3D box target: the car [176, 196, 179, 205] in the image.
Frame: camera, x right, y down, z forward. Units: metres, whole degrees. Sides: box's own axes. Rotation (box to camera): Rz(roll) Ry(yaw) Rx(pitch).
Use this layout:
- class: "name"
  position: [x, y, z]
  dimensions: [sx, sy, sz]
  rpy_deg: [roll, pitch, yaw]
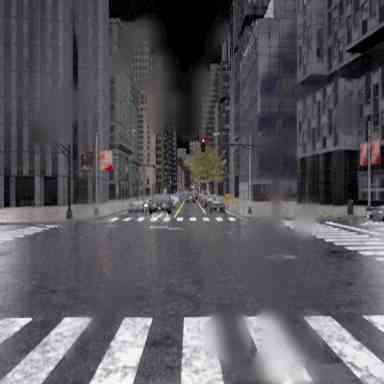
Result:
- class: "car"
  position: [-3.236, 1.594, 45.947]
  dimensions: [1.895, 1.301, 4.718]
  rpy_deg: [0, 0, 0]

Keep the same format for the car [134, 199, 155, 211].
- class: "car"
  position: [-5.879, 1.544, 41.460]
  dimensions: [2.008, 1.369, 4.403]
  rpy_deg: [0, 0, 0]

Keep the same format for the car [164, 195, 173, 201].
- class: "car"
  position: [-6.165, 1.559, 88.510]
  dimensions: [2.008, 1.369, 4.403]
  rpy_deg: [0, 0, 0]

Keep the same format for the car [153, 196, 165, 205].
- class: "car"
  position: [-5.999, 1.521, 61.275]
  dimensions: [1.752, 1.417, 4.829]
  rpy_deg: [0, 0, 0]

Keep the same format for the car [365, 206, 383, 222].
- class: "car"
  position: [13.594, 1.206, 21.075]
  dimensions: [4.902, 1.511, 2.128]
  rpy_deg: [-1, 0, 0]

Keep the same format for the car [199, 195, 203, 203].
- class: "car"
  position: [2.577, 1.545, 52.849]
  dimensions: [2.008, 1.369, 4.403]
  rpy_deg: [0, 0, 0]

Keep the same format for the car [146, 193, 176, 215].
- class: "car"
  position: [-3.170, 1.215, 34.779]
  dimensions: [2.150, 2.045, 5.566]
  rpy_deg: [0, 0, 0]

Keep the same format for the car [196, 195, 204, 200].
- class: "car"
  position: [2.324, 1.563, 94.454]
  dimensions: [2.008, 1.369, 4.403]
  rpy_deg: [0, 0, 0]

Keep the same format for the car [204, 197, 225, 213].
- class: "car"
  position: [2.676, 1.544, 36.516]
  dimensions: [2.008, 1.369, 4.403]
  rpy_deg: [0, 0, 0]

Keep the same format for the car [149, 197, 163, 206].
- class: "car"
  position: [-5.968, 1.561, 56.031]
  dimensions: [1.947, 1.339, 4.313]
  rpy_deg: [0, 0, 0]

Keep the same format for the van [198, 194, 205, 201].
- class: "van"
  position: [2.388, 1.346, 83.877]
  dimensions: [1.690, 1.788, 3.998]
  rpy_deg: [0, 0, 0]

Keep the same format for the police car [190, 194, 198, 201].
- class: "police car"
  position: [0.486, 1.435, 90.692]
  dimensions: [1.930, 1.638, 5.238]
  rpy_deg: [0, 0, 0]

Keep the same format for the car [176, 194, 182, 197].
- class: "car"
  position: [-3.292, 1.522, 60.826]
  dimensions: [1.812, 1.442, 4.674]
  rpy_deg: [0, 0, 0]

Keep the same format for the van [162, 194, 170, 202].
- class: "van"
  position: [-6.100, 1.343, 77.684]
  dimensions: [1.690, 1.788, 3.998]
  rpy_deg: [0, 0, 0]

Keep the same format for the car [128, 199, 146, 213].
- class: "car"
  position: [-5.849, 1.544, 36.468]
  dimensions: [2.008, 1.369, 4.403]
  rpy_deg: [0, 0, 0]

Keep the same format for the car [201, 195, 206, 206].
- class: "car"
  position: [2.610, 1.538, 47.405]
  dimensions: [1.887, 1.381, 4.507]
  rpy_deg: [0, 0, 0]

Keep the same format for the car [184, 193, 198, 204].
- class: "car"
  position: [-0.262, 1.523, 65.683]
  dimensions: [1.812, 1.442, 4.674]
  rpy_deg: [0, 0, 0]

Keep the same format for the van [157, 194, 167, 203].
- class: "van"
  position: [-6.034, 1.339, 66.857]
  dimensions: [1.690, 1.788, 3.998]
  rpy_deg: [0, 0, 0]

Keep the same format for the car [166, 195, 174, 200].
- class: "car"
  position: [-6.197, 1.594, 93.923]
  dimensions: [1.802, 1.307, 4.206]
  rpy_deg: [0, 0, 0]

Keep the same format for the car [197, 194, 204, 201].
- class: "car"
  position: [2.517, 1.547, 62.721]
  dimensions: [2.008, 1.369, 4.403]
  rpy_deg: [0, 0, 0]

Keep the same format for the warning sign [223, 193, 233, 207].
- class: "warning sign"
  position: [4.929, 1.108, 45.606]
  dimensions: [1.300, 1.860, 1.060]
  rpy_deg: [0, 0, 0]
